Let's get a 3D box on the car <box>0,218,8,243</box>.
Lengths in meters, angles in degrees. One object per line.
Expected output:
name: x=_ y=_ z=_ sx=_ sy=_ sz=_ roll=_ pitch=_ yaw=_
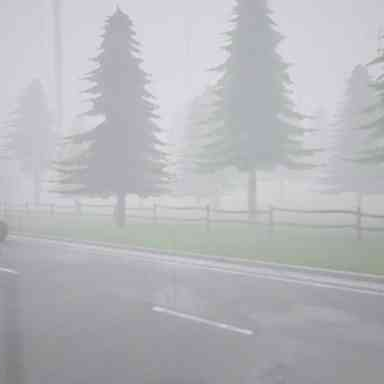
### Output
car: x=-10.642 y=1.664 z=15.881 sx=4.892 sy=1.490 sz=1.837 roll=-1 pitch=0 yaw=36
